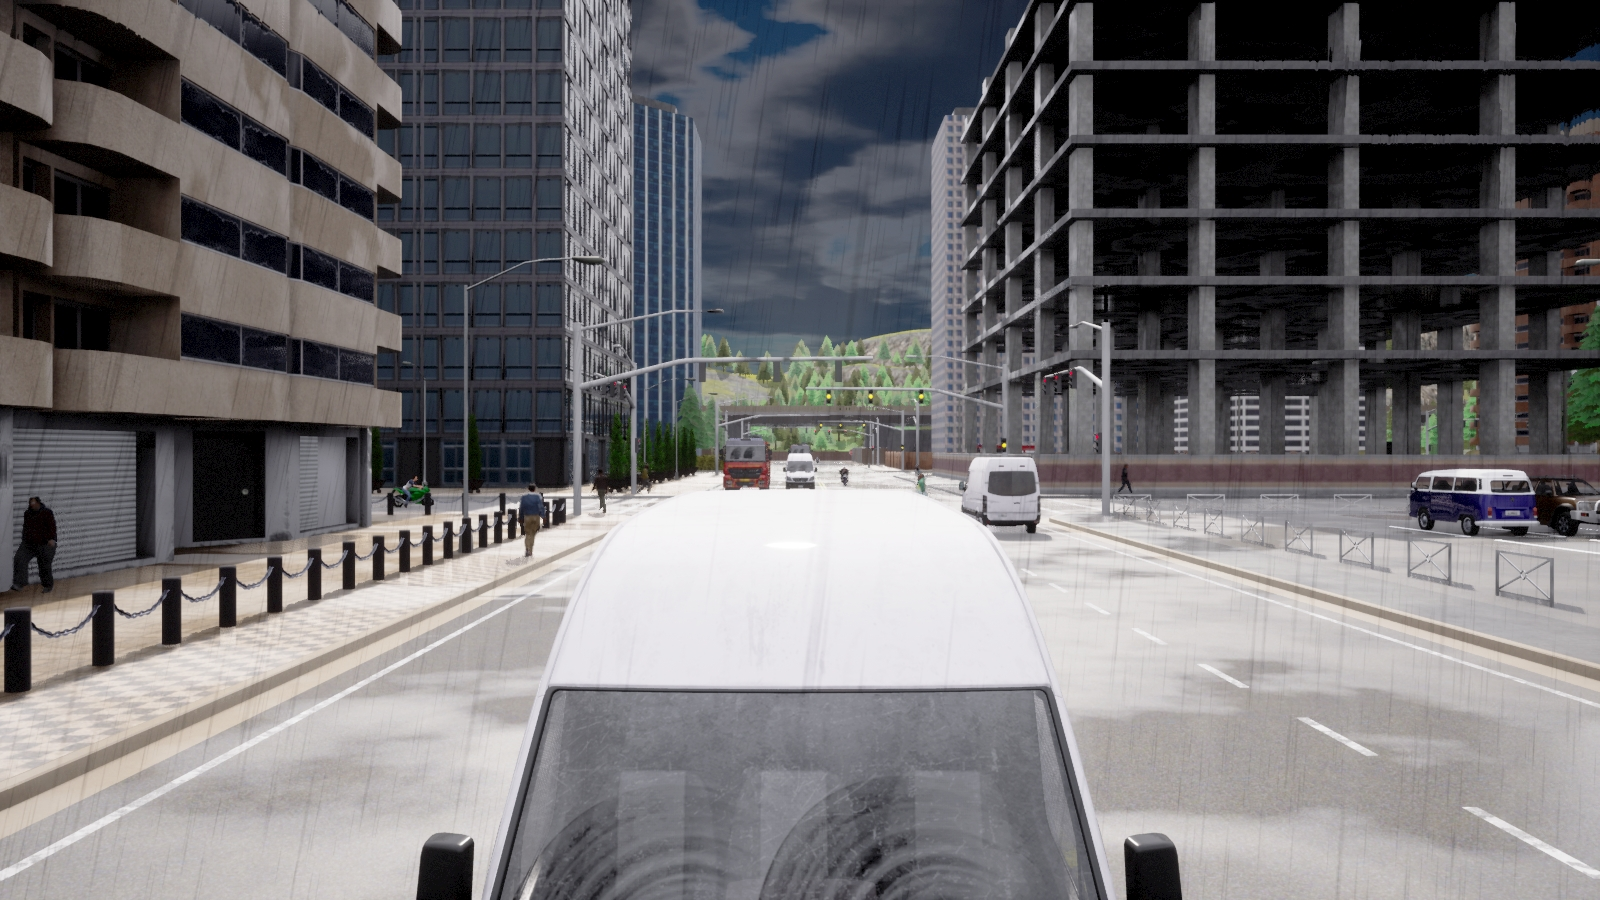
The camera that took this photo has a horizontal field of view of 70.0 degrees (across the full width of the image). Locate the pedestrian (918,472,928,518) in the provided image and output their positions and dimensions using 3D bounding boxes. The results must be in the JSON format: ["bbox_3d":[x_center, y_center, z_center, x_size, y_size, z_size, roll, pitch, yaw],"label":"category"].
[{"bbox_3d":[5.021,1.835,46.684,0.375,1.860,0.375,0,0,-1],"label":"pedestrian"}]

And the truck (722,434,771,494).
[{"bbox_3d":[-3.496,0.891,77.013,2.891,3.827,8.468,0,0,0],"label":"truck"}]

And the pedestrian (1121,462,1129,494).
[{"bbox_3d":[18.924,1.641,66.475,0.375,1.860,0.375,0,0,-1],"label":"pedestrian"}]

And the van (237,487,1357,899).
[{"bbox_3d":[-0.002,1.534,4.985,1.988,2.561,5.915,0,0,0],"label":"van"}]

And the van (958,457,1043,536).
[{"bbox_3d":[6.980,1.534,40.439,1.988,2.561,5.915,0,0,0],"label":"van"}]

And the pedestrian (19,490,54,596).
[{"bbox_3d":[-13.730,1.664,20.544,0.375,1.860,0.375,0,0,2],"label":"pedestrian"}]

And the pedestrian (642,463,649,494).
[{"bbox_3d":[-9.167,1.687,67.840,0.375,1.860,0.375,0,0,0],"label":"pedestrian"}]

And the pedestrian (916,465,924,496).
[{"bbox_3d":[7.226,1.849,68.647,0.375,1.860,0.375,0,0,-8],"label":"pedestrian"}]

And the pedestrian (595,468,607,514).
[{"bbox_3d":[-8.127,1.668,46.685,0.375,1.860,0.375,0,0,-37],"label":"pedestrian"}]

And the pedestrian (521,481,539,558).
[{"bbox_3d":[-6.622,1.697,28.036,0.375,1.860,0.375,0,0,-2],"label":"pedestrian"}]
